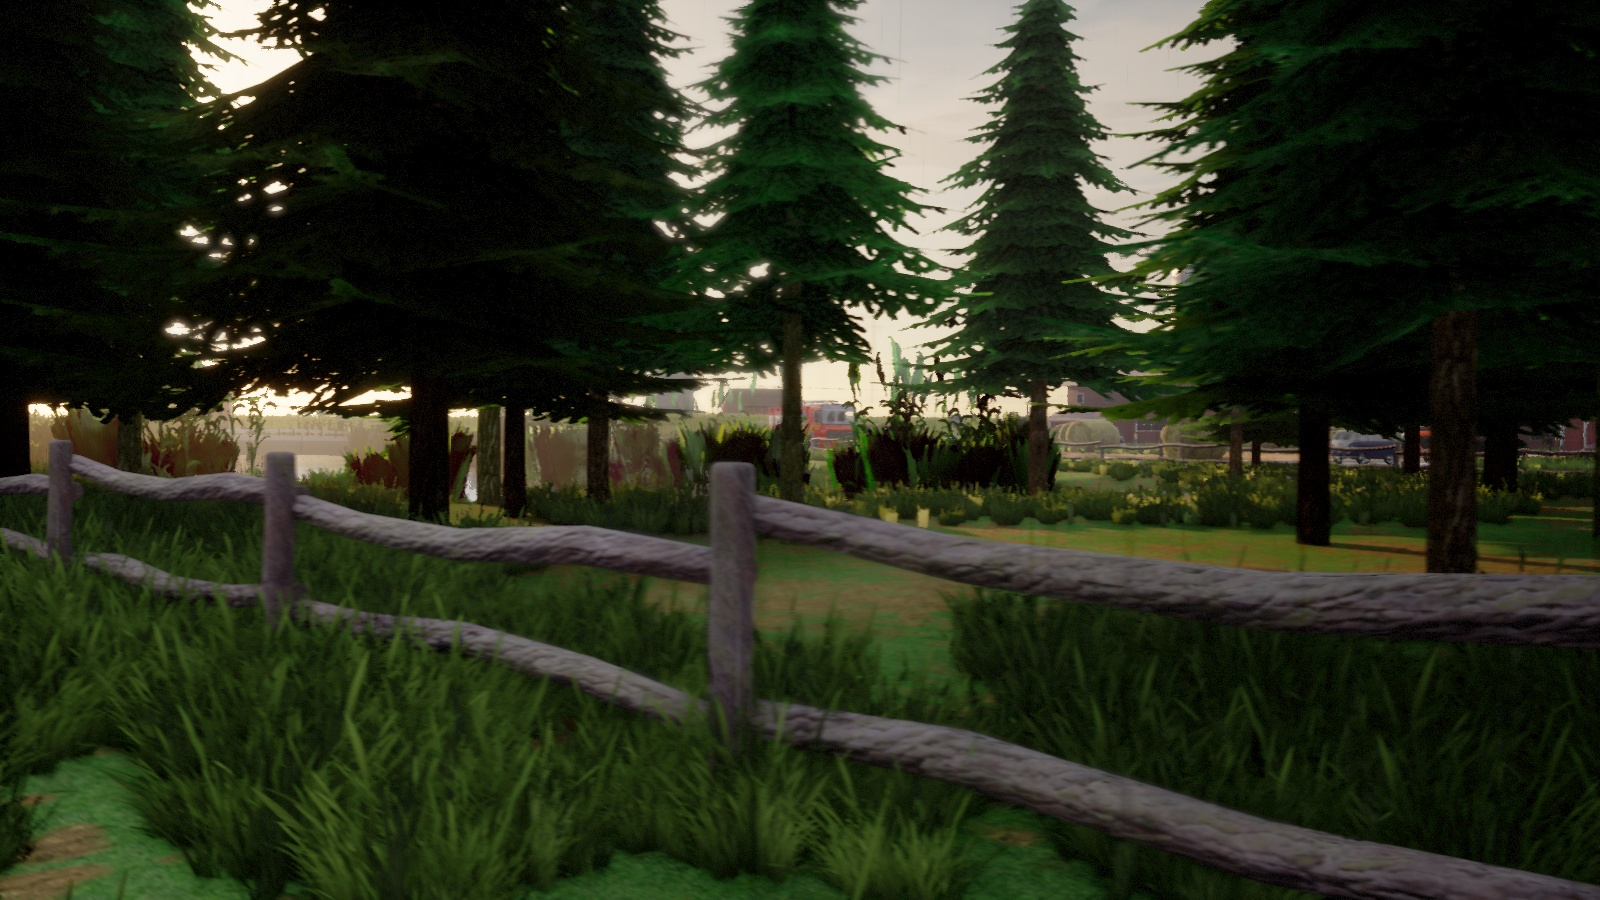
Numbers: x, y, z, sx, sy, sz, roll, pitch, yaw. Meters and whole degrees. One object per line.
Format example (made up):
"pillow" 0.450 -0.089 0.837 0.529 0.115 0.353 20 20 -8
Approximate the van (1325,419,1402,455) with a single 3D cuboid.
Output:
"van" 31.869 -0.762 71.040 4.442 1.987 1.775 -1 1 -32

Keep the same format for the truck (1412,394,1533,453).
"truck" 41.123 -1.660 76.741 7.936 3.462 2.891 -1 1 -32

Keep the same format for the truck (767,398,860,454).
"truck" 0.886 -1.704 90.835 2.891 3.827 8.468 -1 1 -29
